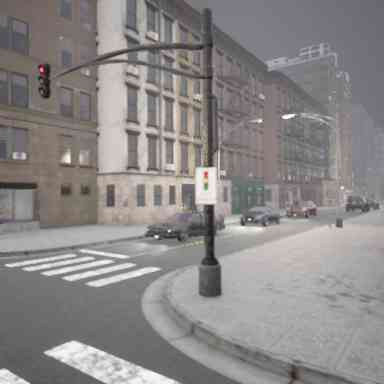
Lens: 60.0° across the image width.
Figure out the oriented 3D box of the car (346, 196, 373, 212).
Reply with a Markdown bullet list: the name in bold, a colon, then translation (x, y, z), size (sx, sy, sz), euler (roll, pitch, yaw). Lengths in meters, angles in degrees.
- **car**: translation (21.743, 1.571, 43.628), size (2.150, 2.045, 5.566), euler (-1, -1, 36)

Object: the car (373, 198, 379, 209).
- **car**: translation (28.176, 1.768, 52.672), size (2.097, 1.767, 4.553), euler (-1, -1, 37)

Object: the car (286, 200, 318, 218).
- **car**: translation (11.215, 1.663, 33.905), size (2.097, 1.767, 4.553), euler (-1, -1, 35)

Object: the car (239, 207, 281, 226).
- **car**: translation (5.303, 1.820, 25.616), size (1.994, 1.385, 4.181), euler (-1, -1, 36)

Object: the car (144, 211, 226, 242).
- **car**: translation (-0.148, 1.755, 17.973), size (2.033, 1.411, 5.357), euler (-1, -1, 35)
